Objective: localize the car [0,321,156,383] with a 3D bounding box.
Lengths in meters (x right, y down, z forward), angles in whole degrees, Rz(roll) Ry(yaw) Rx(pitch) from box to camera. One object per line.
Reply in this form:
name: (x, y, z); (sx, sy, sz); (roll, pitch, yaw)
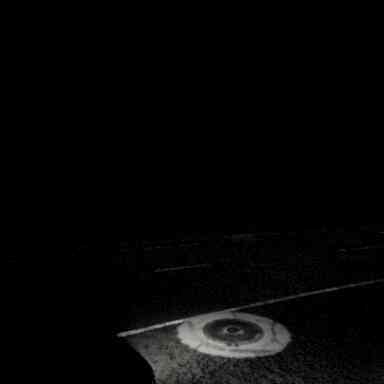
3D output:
car: (-2.481, 1.490, 1.767); (4.892, 1.490, 1.837); (0, 0, -35)
